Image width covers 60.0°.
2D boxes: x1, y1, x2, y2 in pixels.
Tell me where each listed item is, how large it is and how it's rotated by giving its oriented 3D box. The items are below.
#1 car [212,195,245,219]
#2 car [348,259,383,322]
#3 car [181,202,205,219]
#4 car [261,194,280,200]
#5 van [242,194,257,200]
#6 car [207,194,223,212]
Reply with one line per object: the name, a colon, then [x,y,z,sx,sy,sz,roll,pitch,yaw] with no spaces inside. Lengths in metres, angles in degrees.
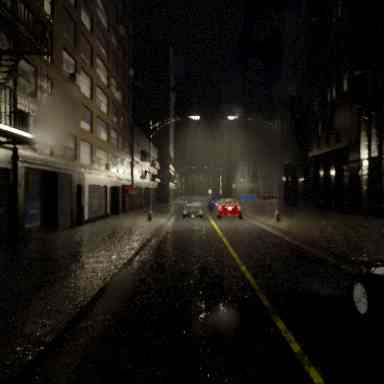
car: [3.147,1.400,29.666,2.097,1.767,4.553,0,0,1]
car: [3.908,1.521,4.496,1.837,1.490,4.892,0,0,0]
car: [0.085,1.586,29.927,2.033,1.411,5.357,0,0,0]
car: [20.632,1.423,87.840,5.009,1.841,2.192,0,0,-1]
van: [14.991,1.434,87.771,3.998,1.788,1.690,0,0,-1]
car: [3.134,1.290,40.809,2.150,2.045,5.566,0,0,1]
